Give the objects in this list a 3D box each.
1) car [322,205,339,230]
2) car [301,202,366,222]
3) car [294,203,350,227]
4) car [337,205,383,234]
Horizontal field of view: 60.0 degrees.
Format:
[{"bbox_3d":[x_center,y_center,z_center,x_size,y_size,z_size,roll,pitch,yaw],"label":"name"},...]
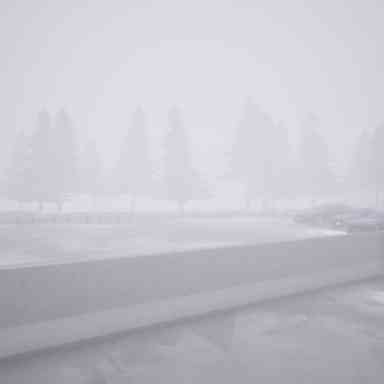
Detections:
[{"bbox_3d":[10.647,1.711,20.654,4.181,1.385,1.994,0,0,-20],"label":"car"},{"bbox_3d":[12.105,1.676,28.516,4.902,1.511,2.128,0,0,-18],"label":"car"},{"bbox_3d":[9.766,1.630,24.057,5.008,1.535,1.882,0,0,-19],"label":"car"},{"bbox_3d":[10.051,1.607,16.697,5.008,1.535,1.882,0,0,-21],"label":"car"}]
